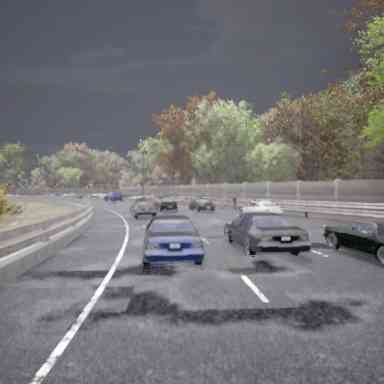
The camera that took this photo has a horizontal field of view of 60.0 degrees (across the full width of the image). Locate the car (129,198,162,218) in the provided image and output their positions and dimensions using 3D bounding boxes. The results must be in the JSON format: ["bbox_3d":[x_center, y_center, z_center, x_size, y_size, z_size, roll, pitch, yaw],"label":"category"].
[{"bbox_3d":[-4.328,1.448,29.065,2.033,1.411,5.357,0,0,-16],"label":"car"}]

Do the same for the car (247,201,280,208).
[{"bbox_3d":[5.280,1.409,25.370,1.812,1.442,4.674,0,0,-13],"label":"car"}]

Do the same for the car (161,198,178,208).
[{"bbox_3d":[-3.008,1.346,36.209,1.882,1.535,5.008,0,0,-19],"label":"car"}]

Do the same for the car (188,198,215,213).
[{"bbox_3d":[0.983,1.385,35.160,1.812,1.442,4.674,0,0,-16],"label":"car"}]

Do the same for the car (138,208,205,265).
[{"bbox_3d":[-0.740,1.505,11.529,2.033,1.411,5.357,0,0,-6],"label":"car"}]

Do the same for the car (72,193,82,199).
[{"bbox_3d":[-30.470,1.113,88.108,2.097,1.767,4.553,0,0,-28],"label":"car"}]

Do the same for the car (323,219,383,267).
[{"bbox_3d":[6.292,1.536,11.039,1.895,1.301,4.718,0,0,-6],"label":"car"}]

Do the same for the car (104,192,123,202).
[{"bbox_3d":[-16.019,1.011,67.456,2.150,2.045,5.566,0,0,-35],"label":"car"}]

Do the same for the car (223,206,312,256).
[{"bbox_3d":[2.613,1.488,12.819,2.033,1.411,5.357,0,0,-7],"label":"car"}]
